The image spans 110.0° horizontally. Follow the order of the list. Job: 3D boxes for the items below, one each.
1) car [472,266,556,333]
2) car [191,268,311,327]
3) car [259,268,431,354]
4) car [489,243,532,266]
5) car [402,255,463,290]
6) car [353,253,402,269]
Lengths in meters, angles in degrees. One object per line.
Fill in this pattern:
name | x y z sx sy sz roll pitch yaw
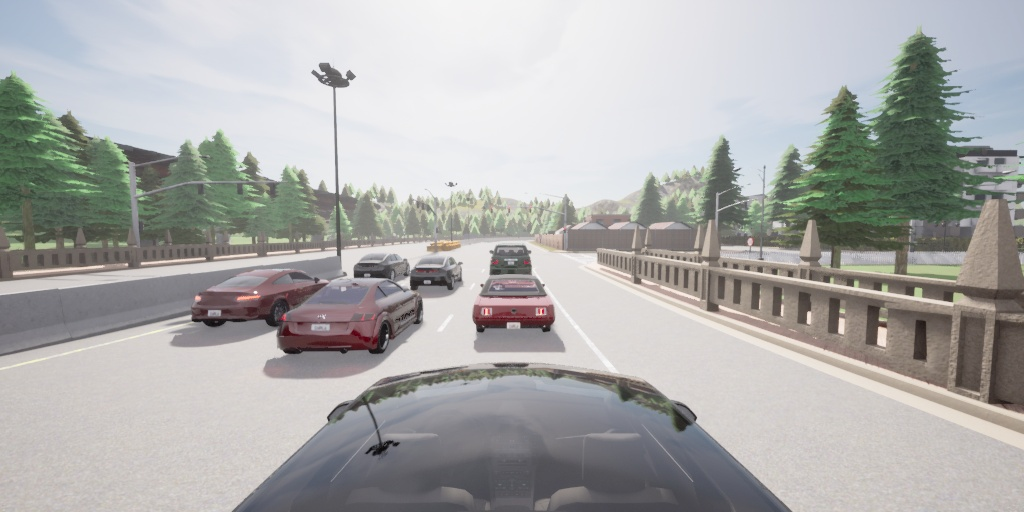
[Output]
car | 0.021 1.175 10.179 1.895 1.301 4.718 0 2 -1
car | -6.985 1.079 10.681 1.812 1.442 4.674 0 2 -1
car | -3.467 1.197 8.477 1.994 1.385 4.181 0 2 0
car | -0.079 0.273 19.890 2.150 2.045 5.566 0 3 -1
car | -3.554 0.703 17.352 1.837 1.490 4.892 0 3 -1
car | -7.081 0.552 19.874 1.837 1.490 4.892 0 3 -1
